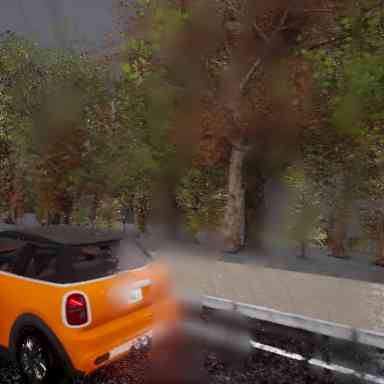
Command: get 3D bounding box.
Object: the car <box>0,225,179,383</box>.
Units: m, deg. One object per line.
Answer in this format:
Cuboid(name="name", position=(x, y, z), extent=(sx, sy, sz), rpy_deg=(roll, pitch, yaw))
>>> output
Cuboid(name="car", position=(-2.476, 1.347, 5.449), extent=(4.553, 1.767, 2.097), rpy_deg=(0, 0, 35))
